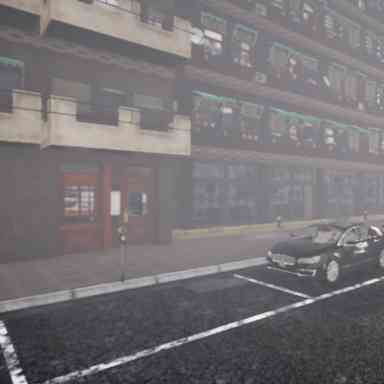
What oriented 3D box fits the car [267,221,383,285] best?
[{"bbox_3d":[3.991,1.536,9.406,4.403,1.369,2.008,0,0,-36],"label":"car"}]
